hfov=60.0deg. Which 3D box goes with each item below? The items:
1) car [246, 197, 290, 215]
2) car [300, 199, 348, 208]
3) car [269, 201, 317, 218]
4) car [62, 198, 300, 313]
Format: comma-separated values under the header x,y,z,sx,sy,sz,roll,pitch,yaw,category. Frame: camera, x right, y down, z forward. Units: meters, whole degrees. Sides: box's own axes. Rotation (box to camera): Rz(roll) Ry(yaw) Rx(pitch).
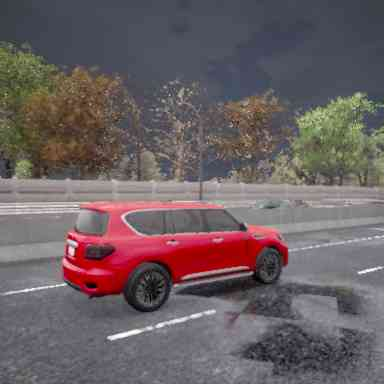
x,y,z,sx,sy,sz,roll,pitch,yaw,category
8.128,1.476,35.569,4.553,1.767,2.097,0,0,-35,car
12.217,1.476,29.888,4.553,1.767,2.097,0,0,-35,car
9.914,1.627,32.545,4.892,1.490,1.837,0,0,-35,car
-0.130,1.242,7.951,5.566,2.045,2.150,0,0,-35,car
